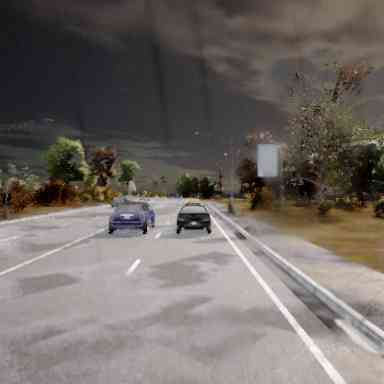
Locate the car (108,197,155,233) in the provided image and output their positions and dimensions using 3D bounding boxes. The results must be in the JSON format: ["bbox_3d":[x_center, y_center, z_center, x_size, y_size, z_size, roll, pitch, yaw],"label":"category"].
[{"bbox_3d":[-3.402,1.355,19.599,2.097,1.767,4.553,0,0,0],"label":"car"}]

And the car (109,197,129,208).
[{"bbox_3d":[-10.584,1.513,48.777,1.837,1.490,4.892,0,0,0],"label":"car"}]

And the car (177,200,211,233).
[{"bbox_3d":[0.099,1.481,19.831,1.882,1.535,5.008,0,0,0],"label":"car"}]

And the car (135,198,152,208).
[{"bbox_3d":[-7.083,1.609,49.065,1.895,1.301,4.718,0,0,0],"label":"car"}]
